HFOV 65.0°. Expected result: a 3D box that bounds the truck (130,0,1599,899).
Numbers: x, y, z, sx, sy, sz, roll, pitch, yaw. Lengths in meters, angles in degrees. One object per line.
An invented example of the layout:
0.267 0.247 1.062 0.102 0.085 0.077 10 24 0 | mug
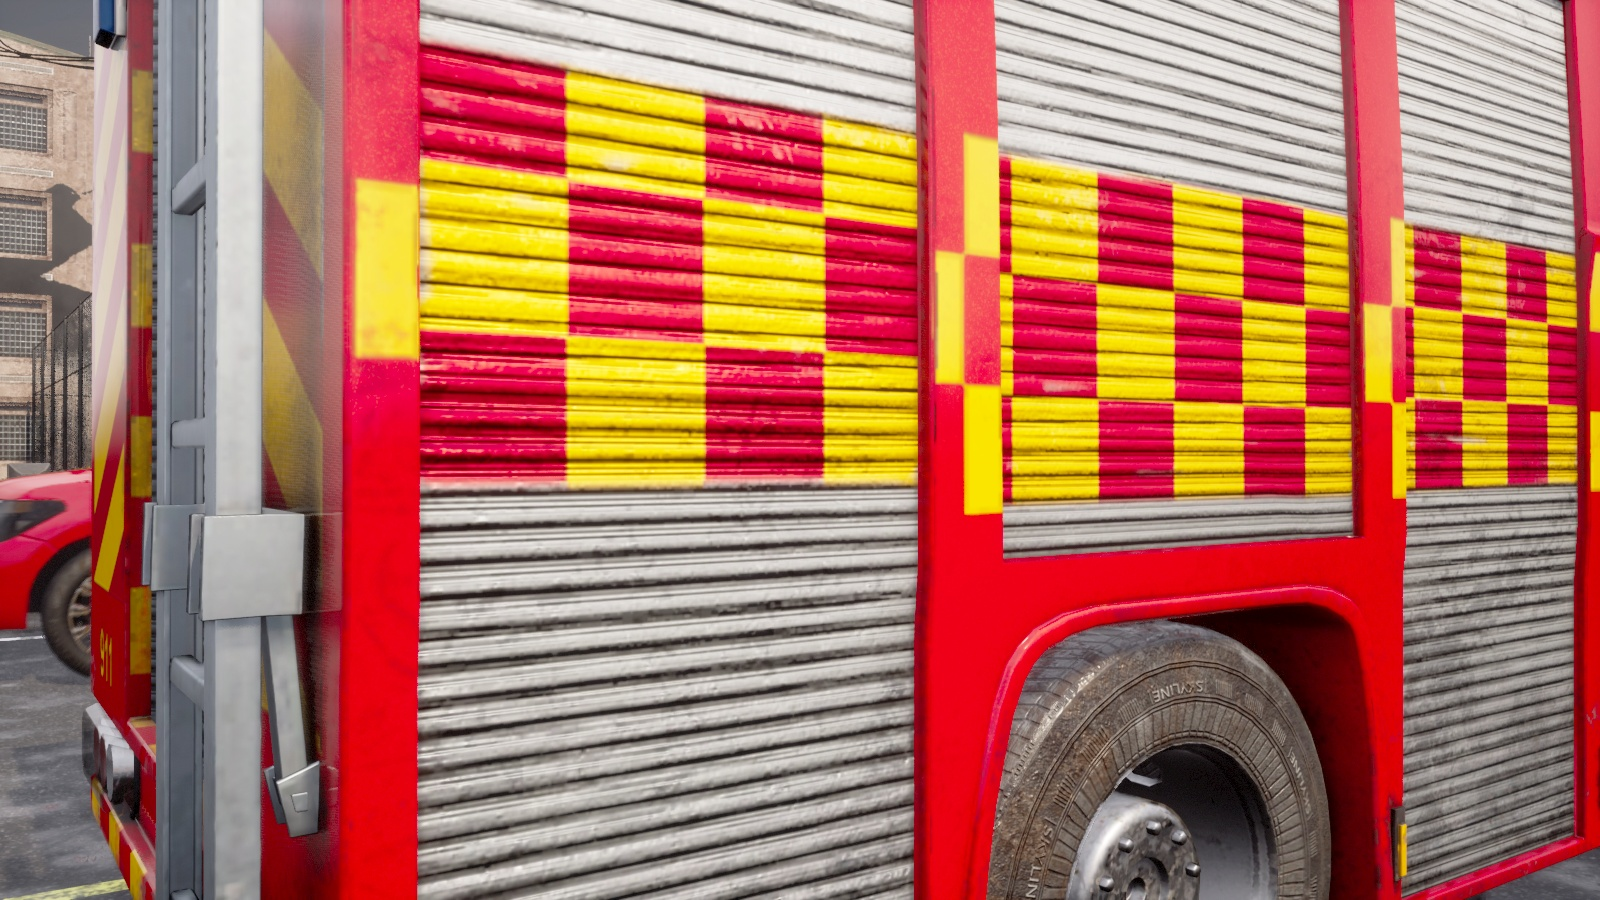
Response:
2.187 -0.412 5.195 8.468 3.827 2.891 0 0 -35 | truck

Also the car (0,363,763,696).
-3.272 0.494 9.728 5.566 2.045 2.150 0 0 -26 | car
